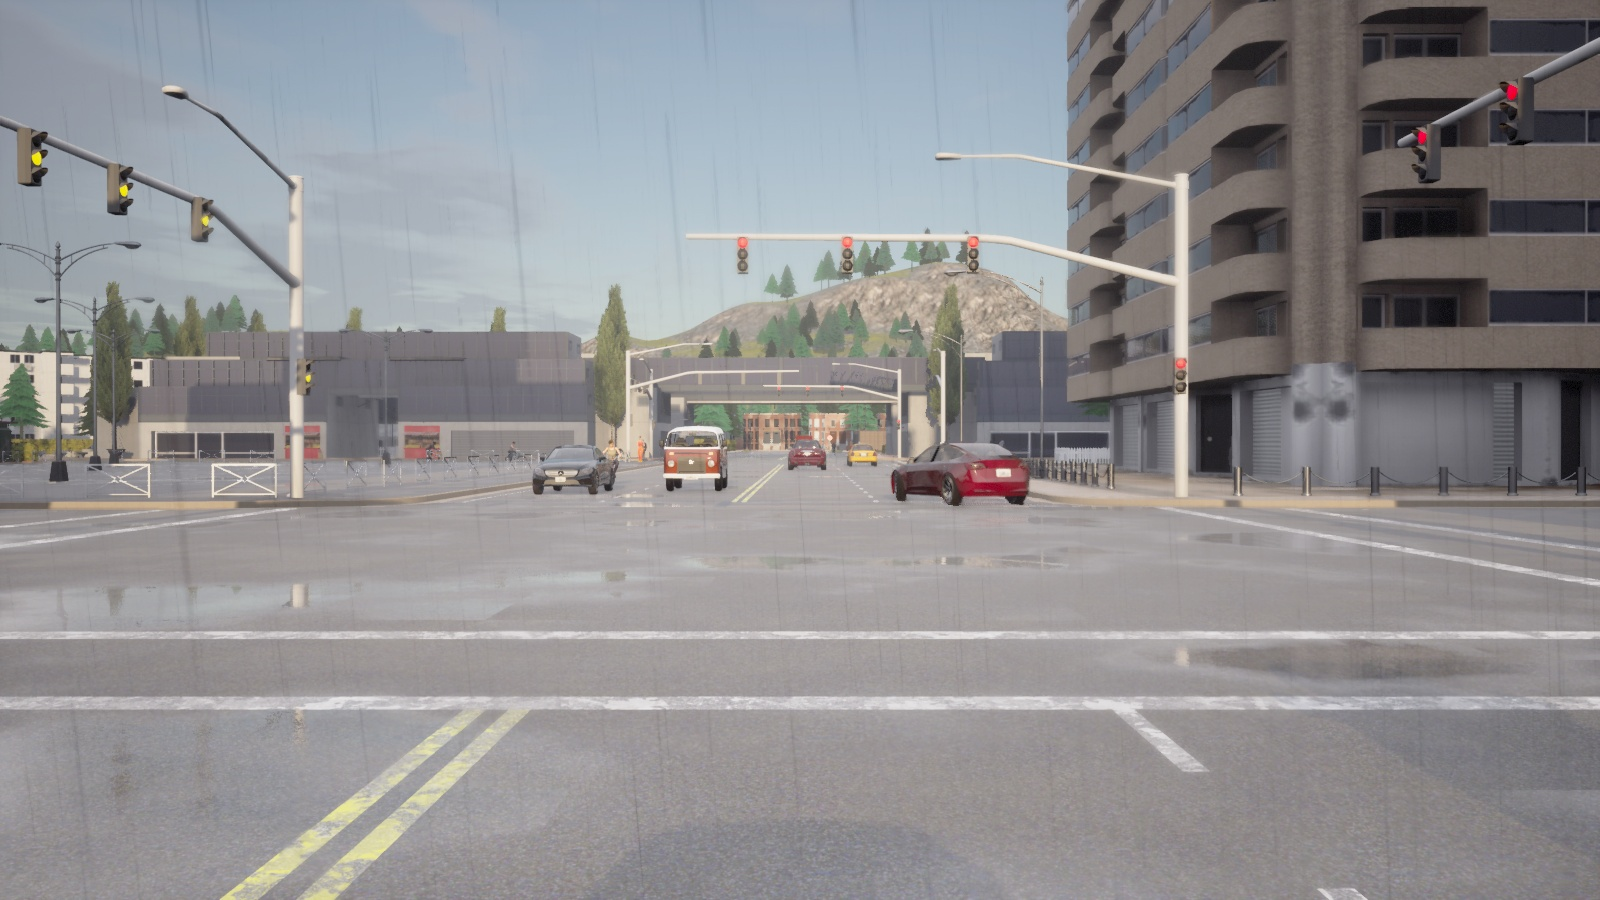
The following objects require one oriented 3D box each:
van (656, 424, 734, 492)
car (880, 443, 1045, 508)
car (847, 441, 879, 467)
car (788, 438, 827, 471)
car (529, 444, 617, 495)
[{"bbox_3d":[-3.262,0.242,39.909,2.069,2.038,4.480,0,0,0],"label":"van"},{"bbox_3d":[3.896,0.569,31.131,2.163,1.488,4.792,0,0,-19],"label":"car"},{"bbox_3d":[3.962,0.236,80.183,1.801,1.575,5.366,0,0,0],"label":"car"},{"bbox_3d":[0.404,0.211,69.817,2.097,1.767,4.553,0,0,0],"label":"car"},{"bbox_3d":[-6.774,0.553,37.914,1.812,1.442,4.674,0,0,0],"label":"car"}]
